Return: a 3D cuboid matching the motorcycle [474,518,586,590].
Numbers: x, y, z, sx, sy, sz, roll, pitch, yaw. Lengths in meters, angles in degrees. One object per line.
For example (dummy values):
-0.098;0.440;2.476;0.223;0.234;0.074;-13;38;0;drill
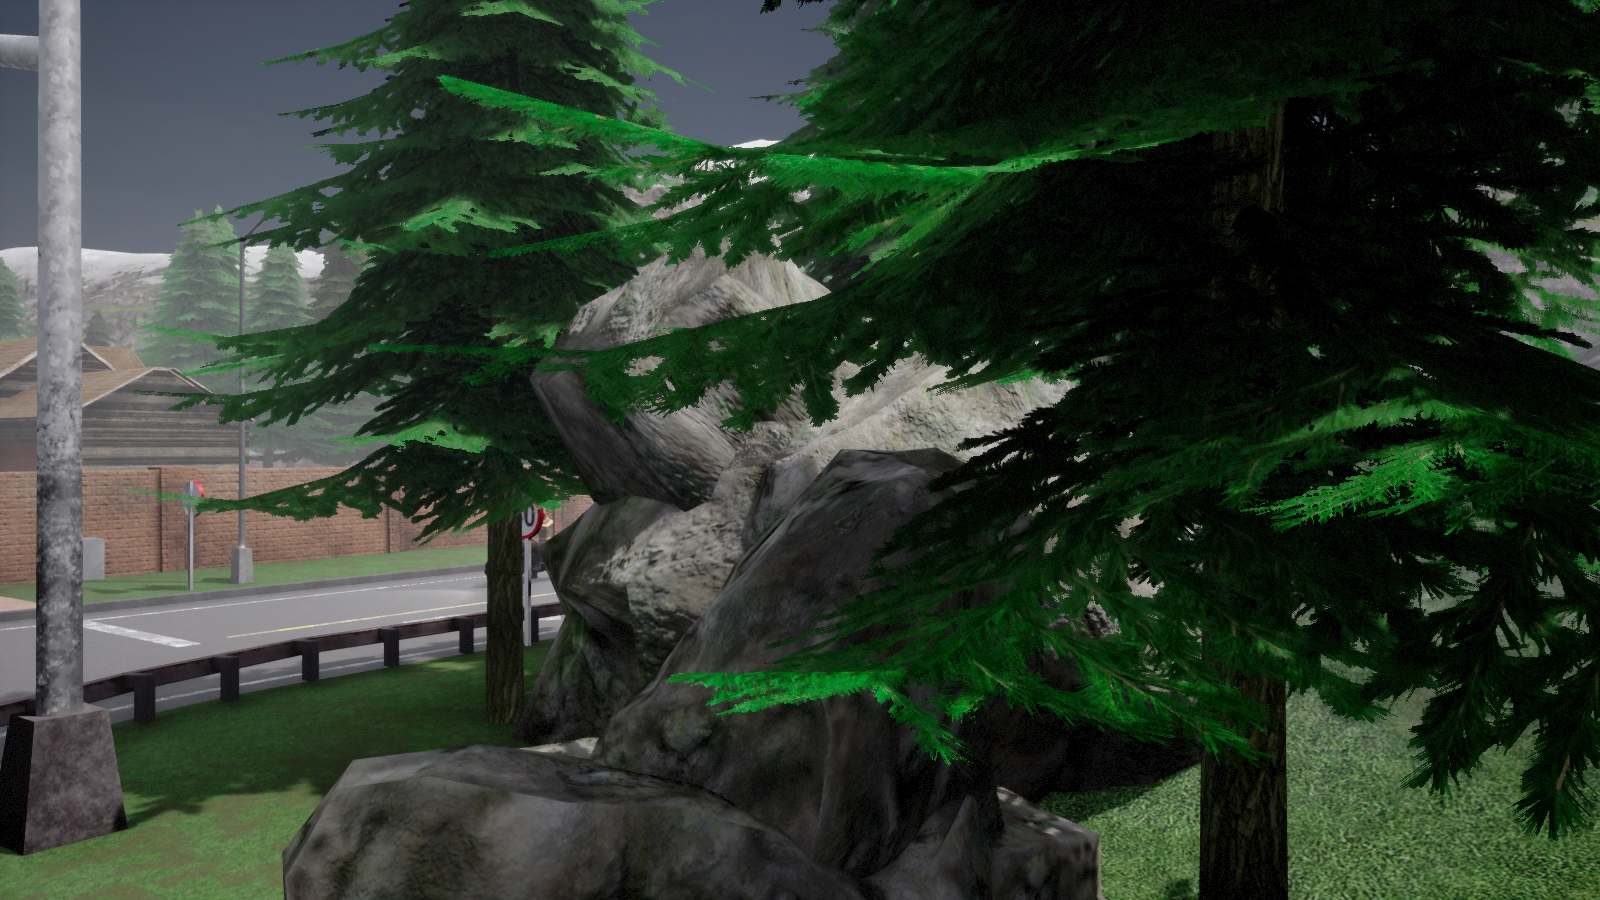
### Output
-5.636;2.150;24.014;0.764;1.277;2.356;0;0;36;motorcycle
